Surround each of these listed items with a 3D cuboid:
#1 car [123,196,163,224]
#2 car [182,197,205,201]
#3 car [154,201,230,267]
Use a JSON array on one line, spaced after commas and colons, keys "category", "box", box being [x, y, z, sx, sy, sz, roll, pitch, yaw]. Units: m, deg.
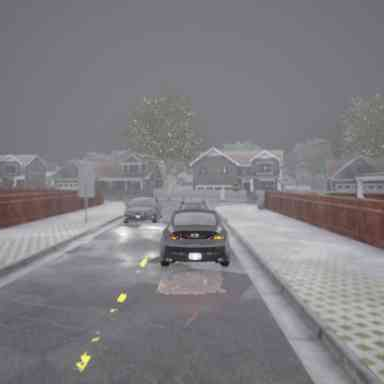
[{"category": "car", "box": [-2.819, 1.006, 19.894, 1.837, 1.490, 4.892, 0, 1, 0]}, {"category": "car", "box": [0.095, 1.020, 23.142, 1.895, 1.301, 4.718, 0, 1, 0]}, {"category": "car", "box": [0.088, 1.242, 10.347, 1.837, 1.490, 4.892, 0, 1, 0]}]
